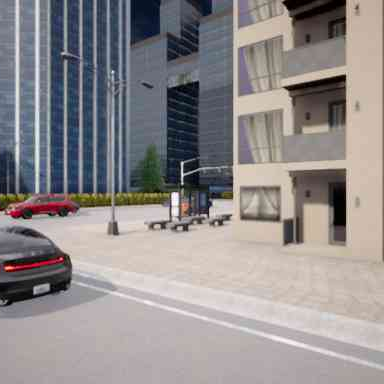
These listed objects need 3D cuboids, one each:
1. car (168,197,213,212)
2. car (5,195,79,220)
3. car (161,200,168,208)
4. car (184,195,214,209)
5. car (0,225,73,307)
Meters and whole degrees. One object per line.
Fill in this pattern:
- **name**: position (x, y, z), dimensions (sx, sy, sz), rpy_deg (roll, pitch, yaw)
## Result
- **car**: position (0.014, 1.409, 35.094), dimensions (2.097, 1.767, 4.553), rpy_deg (0, 0, 37)
- **car**: position (-13.301, 1.275, 29.397), dimensions (2.150, 2.045, 5.566), rpy_deg (0, 1, 37)
- **car**: position (-2.460, 1.537, 49.514), dimensions (1.882, 1.535, 5.008), rpy_deg (0, 0, 37)
- **car**: position (1.116, 1.410, 48.427), dimensions (2.097, 1.767, 4.553), rpy_deg (0, 0, 38)
- **car**: position (-4.648, 1.506, 7.486), dimensions (4.892, 1.490, 1.837), rpy_deg (0, 0, 37)
